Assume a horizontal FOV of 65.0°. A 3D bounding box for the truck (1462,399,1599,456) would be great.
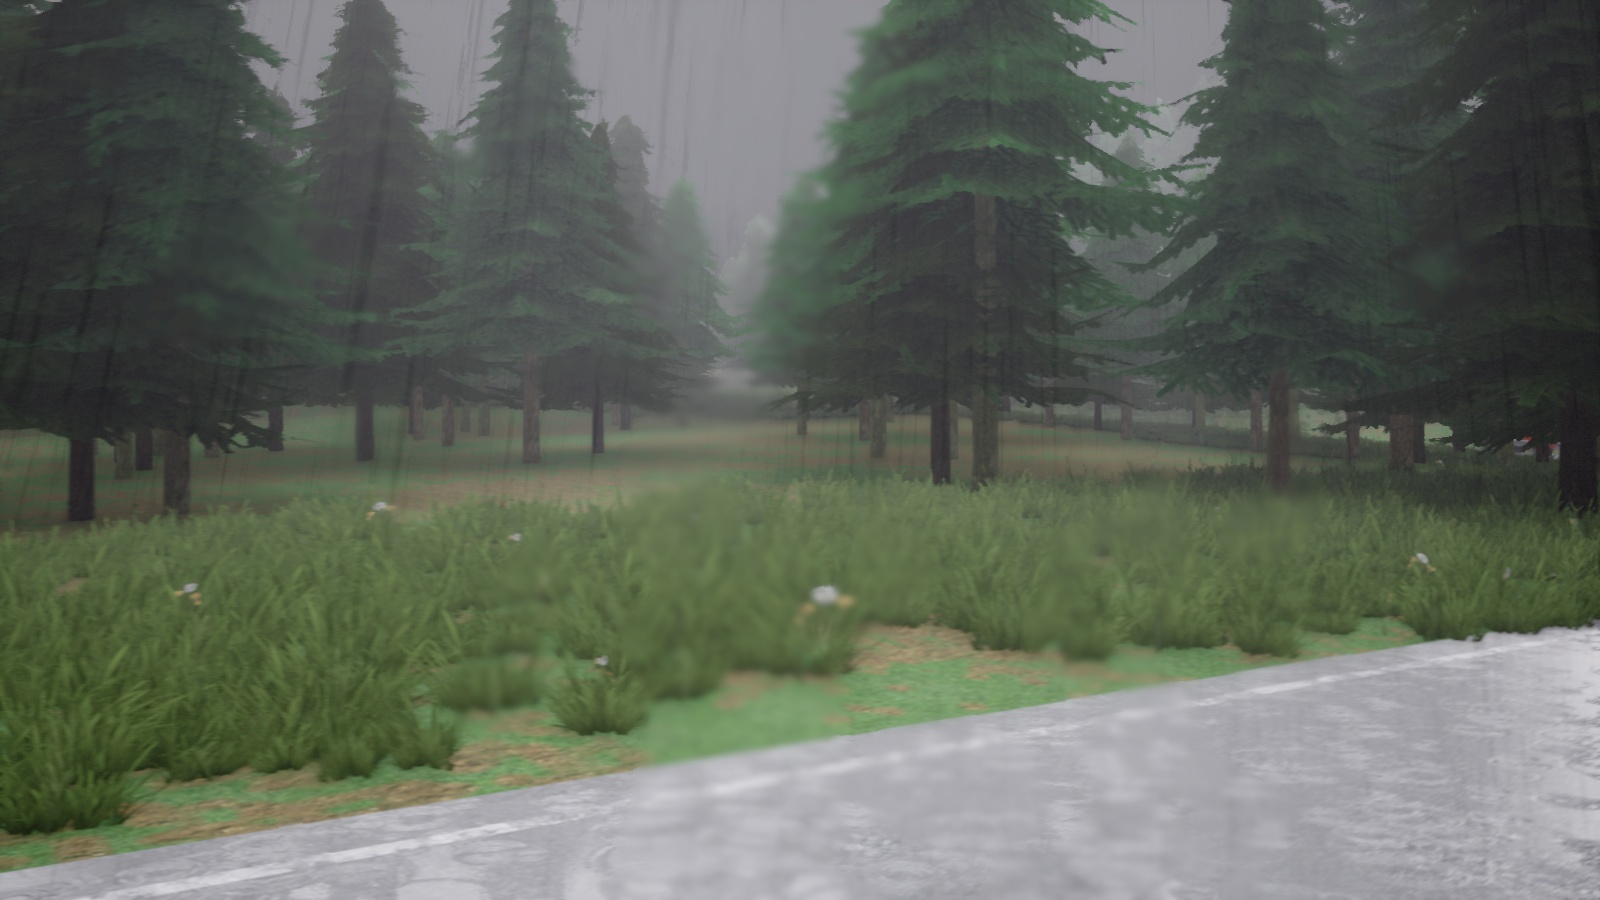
[{"bbox_3d":[35.749,-1.132,61.502,2.627,2.467,5.204,0,4,-24],"label":"truck"}]
